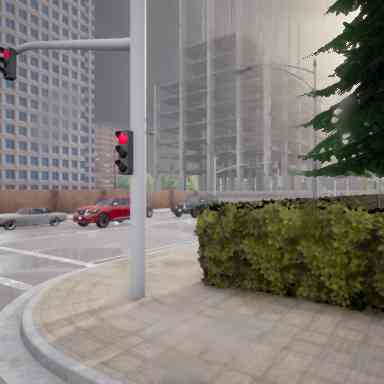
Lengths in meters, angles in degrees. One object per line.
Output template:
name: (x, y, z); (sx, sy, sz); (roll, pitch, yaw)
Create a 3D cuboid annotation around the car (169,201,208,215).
car: (-0.300, 1.656, 36.430); (1.895, 1.301, 4.718); (0, 0, 36)

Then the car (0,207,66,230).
car: (-10.737, 1.656, 21.785); (1.895, 1.301, 4.718); (0, 0, 35)

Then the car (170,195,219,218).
car: (0.539, 1.277, 31.582); (2.150, 2.045, 5.566); (0, 0, 36)

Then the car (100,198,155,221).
car: (-5.526, 1.407, 29.115); (2.097, 1.767, 4.553); (0, 0, 35)

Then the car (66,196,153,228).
car: (-5.495, 1.277, 23.153); (2.150, 2.045, 5.566); (0, 0, 33)
